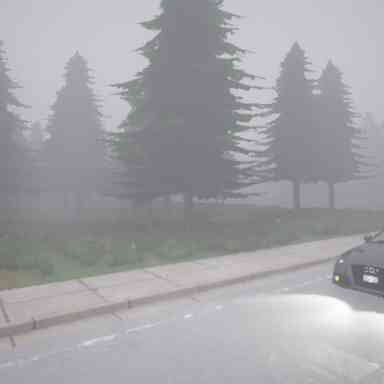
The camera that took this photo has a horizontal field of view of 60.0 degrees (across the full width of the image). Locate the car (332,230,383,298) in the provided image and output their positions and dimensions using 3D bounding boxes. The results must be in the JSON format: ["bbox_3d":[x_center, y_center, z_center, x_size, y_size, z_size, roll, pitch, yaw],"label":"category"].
[{"bbox_3d":[5.097,1.495,7.612,4.181,1.385,1.994,-1,0,-35],"label":"car"}]
